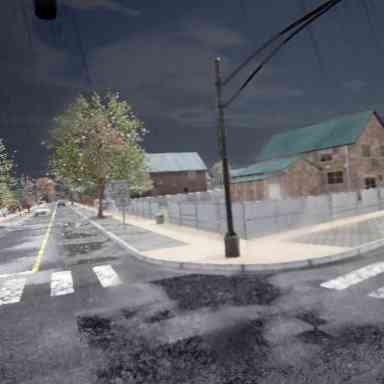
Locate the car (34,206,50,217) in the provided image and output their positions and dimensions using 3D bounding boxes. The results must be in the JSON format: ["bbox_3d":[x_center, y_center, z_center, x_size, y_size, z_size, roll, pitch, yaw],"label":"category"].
[{"bbox_3d":[-21.184,2.694,47.264,1.812,1.442,4.674,-4,1,-22],"label":"car"}]
